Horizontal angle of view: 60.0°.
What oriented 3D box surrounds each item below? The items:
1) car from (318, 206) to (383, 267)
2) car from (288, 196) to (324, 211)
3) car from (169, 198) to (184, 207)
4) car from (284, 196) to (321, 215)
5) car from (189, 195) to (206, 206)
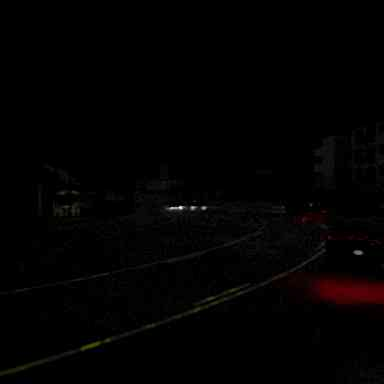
[{"bbox_3d":[5.724,1.415,10.732,1.882,1.535,5.008,0,0,34],"label":"car"},{"bbox_3d":[13.323,1.330,39.383,2.128,1.511,4.902,-1,0,-7],"label":"car"},{"bbox_3d":[-2.389,1.544,50.452,1.994,1.385,4.181,-1,0,-8],"label":"car"},{"bbox_3d":[10.606,1.224,32.213,2.097,1.767,4.553,-1,0,-4],"label":"car"},{"bbox_3d":[0.863,1.297,52.506,2.097,1.767,4.553,-1,0,-8],"label":"car"}]
